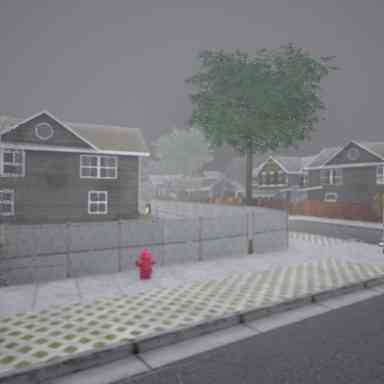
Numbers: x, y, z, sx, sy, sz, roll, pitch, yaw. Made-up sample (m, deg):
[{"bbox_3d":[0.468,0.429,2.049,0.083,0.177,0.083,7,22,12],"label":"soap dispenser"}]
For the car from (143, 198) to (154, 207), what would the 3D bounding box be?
[{"bbox_3d":[-7.259,1.733,55.489,2.128,1.511,4.902,1,0,-22],"label":"car"}]
